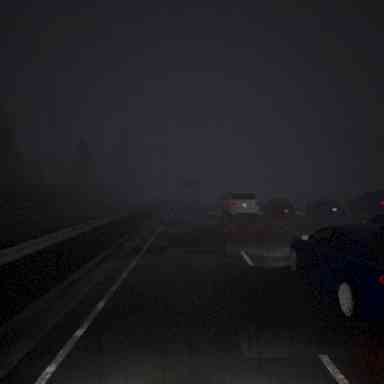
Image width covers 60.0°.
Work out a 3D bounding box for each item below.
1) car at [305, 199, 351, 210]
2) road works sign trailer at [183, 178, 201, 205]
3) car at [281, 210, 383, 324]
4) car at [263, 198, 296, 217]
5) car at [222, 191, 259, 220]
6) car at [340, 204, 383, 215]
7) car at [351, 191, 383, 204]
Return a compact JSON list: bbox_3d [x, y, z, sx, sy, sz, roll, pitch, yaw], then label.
[{"bbox_3d":[10.582,1.253,26.652,1.994,1.385,4.181,0,1,0],"label":"car"},{"bbox_3d":[-0.007,-0.072,45.981,2.380,3.560,2.880,0,1,0],"label":"road works sign trailer"},{"bbox_3d":[3.567,1.394,7.076,1.882,1.535,5.008,0,1,0],"label":"car"},{"bbox_3d":[7.084,1.208,27.235,1.812,1.442,4.674,0,1,0],"label":"car"},{"bbox_3d":[3.581,0.925,25.248,2.150,2.045,5.566,0,1,0],"label":"car"},{"bbox_3d":[7.083,1.373,11.168,1.837,1.490,4.892,0,1,0],"label":"car"},{"bbox_3d":[14.081,0.925,25.283,2.150,2.045,5.566,0,1,0],"label":"car"}]
